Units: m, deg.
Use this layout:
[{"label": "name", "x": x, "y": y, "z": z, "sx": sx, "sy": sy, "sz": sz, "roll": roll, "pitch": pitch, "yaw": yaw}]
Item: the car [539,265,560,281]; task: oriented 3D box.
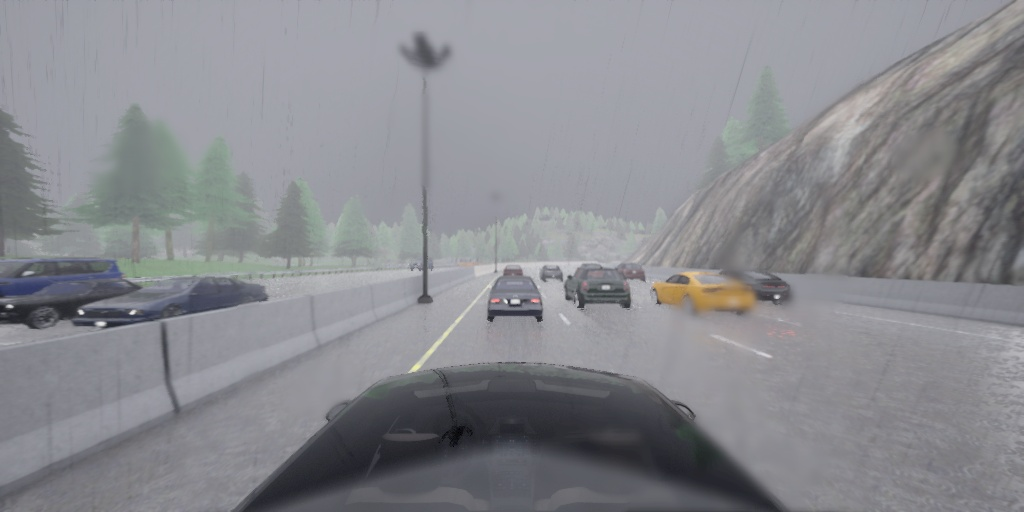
[{"label": "car", "x": 3.614, "y": 1.558, "z": 33.428, "sx": 2.128, "sy": 1.511, "sz": 4.902, "roll": 0, "pitch": -1, "yaw": 0}]

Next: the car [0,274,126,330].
[{"label": "car", "x": -14.104, "y": 1.449, "z": 11.689, "sx": 1.895, "sy": 1.301, "sz": 4.718, "roll": 0, "pitch": -1, "yaw": 0}]

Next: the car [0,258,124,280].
[{"label": "car", "x": -17.605, "y": 1.082, "z": 13.058, "sx": 2.150, "sy": 2.045, "sz": 5.566, "roll": 0, "pitch": 0, "yaw": 0}]

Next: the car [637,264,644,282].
[{"label": "car", "x": 10.613, "y": 1.416, "z": 33.184, "sx": 2.097, "sy": 1.767, "sz": 4.553, "roll": 0, "pitch": -1, "yaw": 0}]

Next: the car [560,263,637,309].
[{"label": "car", "x": 3.596, "y": 1.243, "z": 15.844, "sx": 2.097, "sy": 1.767, "sz": 4.553, "roll": 0, "pitch": -1, "yaw": 0}]

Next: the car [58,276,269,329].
[{"label": "car", "x": -10.605, "y": 1.398, "z": 11.920, "sx": 2.033, "sy": 1.411, "sz": 5.357, "roll": 0, "pitch": -1, "yaw": 0}]

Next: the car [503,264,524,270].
[{"label": "car", "x": 0.132, "y": 1.559, "z": 34.999, "sx": 1.882, "sy": 1.535, "sz": 5.008, "roll": 0, "pitch": -1, "yaw": 1}]

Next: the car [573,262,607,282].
[{"label": "car", "x": 7.112, "y": 1.416, "z": 33.165, "sx": 2.097, "sy": 1.767, "sz": 4.553, "roll": 0, "pitch": -1, "yaw": 0}]

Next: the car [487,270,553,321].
[{"label": "car", "x": 0.096, "y": 1.410, "z": 13.052, "sx": 2.033, "sy": 1.411, "sz": 5.357, "roll": 0, "pitch": -1, "yaw": 0}]

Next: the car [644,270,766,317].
[{"label": "car", "x": 7.096, "y": 1.350, "z": 13.950, "sx": 1.882, "sy": 1.535, "sz": 5.008, "roll": 0, "pitch": -1, "yaw": 0}]

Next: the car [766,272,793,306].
[{"label": "car", "x": 10.596, "y": 1.405, "z": 16.716, "sx": 1.837, "sy": 1.490, "sz": 4.892, "roll": 0, "pitch": -1, "yaw": 0}]

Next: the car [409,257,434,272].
[{"label": "car", "x": -13.149, "y": 1.134, "z": 52.521, "sx": 2.150, "sy": 2.045, "sz": 5.566, "roll": 0, "pitch": -1, "yaw": 5}]
